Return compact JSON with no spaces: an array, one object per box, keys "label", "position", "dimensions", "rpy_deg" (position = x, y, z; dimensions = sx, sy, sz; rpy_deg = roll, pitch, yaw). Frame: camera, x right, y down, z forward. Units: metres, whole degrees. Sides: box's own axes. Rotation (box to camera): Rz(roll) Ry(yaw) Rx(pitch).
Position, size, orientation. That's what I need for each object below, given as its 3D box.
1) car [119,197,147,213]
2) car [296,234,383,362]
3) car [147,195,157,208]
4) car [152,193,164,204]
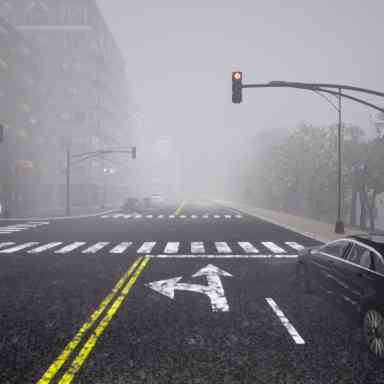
[{"label":"car","position":[-6.633,1.356,37.012],"dimensions":[2.097,1.767,4.553],"rpy_deg":[0,0,0]},{"label":"car","position":[3.346,1.491,5.862],"dimensions":[2.128,1.511,4.902],"rpy_deg":[0,0,-1]},{"label":"car","position":[-6.639,1.535,48.005],"dimensions":[1.812,1.442,4.674],"rpy_deg":[0,0,0]},{"label":"car","position":[-6.620,1.243,62.869],"dimensions":[2.150,2.045,5.566],"rpy_deg":[0,0,0]}]
